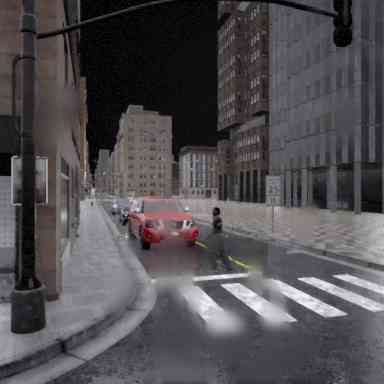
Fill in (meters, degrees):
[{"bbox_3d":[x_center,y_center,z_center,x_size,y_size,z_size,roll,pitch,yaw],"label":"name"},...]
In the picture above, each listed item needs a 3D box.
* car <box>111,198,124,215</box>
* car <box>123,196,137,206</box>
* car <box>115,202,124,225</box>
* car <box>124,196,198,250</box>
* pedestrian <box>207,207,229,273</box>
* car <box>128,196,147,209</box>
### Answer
[{"bbox_3d":[-7.161,1.390,33.990,2.097,1.767,4.553,0,0,-17],"label":"car"},{"bbox_3d":[-10.692,1.543,56.928,1.882,1.535,5.008,0,0,-17],"label":"car"},{"bbox_3d":[-4.311,1.628,24.416,1.895,1.301,4.718,0,0,-17],"label":"car"},{"bbox_3d":[-1.524,1.238,15.002,2.150,2.045,5.566,0,0,-19],"label":"car"},{"bbox_3d":[0.720,1.304,9.343,0.375,1.860,0.375,0,0,-17],"label":"pedestrian"},{"bbox_3d":[-7.871,1.407,47.500,2.097,1.767,4.553,0,0,-17],"label":"car"}]
